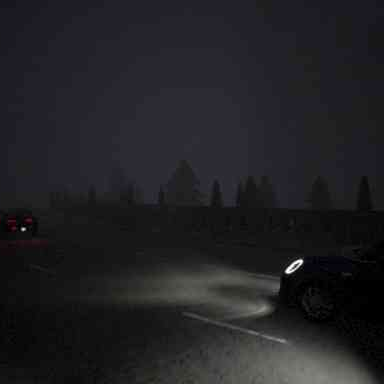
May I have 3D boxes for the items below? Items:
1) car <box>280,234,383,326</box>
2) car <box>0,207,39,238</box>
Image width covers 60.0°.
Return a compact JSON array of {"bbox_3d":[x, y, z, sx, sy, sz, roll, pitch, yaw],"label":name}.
[{"bbox_3d":[3.875,1.365,5.685,4.553,1.767,2.097,-1,0,36],"label":"car"},{"bbox_3d":[-10.117,1.628,18.594,1.837,1.490,4.892,-1,0,-41],"label":"car"}]
